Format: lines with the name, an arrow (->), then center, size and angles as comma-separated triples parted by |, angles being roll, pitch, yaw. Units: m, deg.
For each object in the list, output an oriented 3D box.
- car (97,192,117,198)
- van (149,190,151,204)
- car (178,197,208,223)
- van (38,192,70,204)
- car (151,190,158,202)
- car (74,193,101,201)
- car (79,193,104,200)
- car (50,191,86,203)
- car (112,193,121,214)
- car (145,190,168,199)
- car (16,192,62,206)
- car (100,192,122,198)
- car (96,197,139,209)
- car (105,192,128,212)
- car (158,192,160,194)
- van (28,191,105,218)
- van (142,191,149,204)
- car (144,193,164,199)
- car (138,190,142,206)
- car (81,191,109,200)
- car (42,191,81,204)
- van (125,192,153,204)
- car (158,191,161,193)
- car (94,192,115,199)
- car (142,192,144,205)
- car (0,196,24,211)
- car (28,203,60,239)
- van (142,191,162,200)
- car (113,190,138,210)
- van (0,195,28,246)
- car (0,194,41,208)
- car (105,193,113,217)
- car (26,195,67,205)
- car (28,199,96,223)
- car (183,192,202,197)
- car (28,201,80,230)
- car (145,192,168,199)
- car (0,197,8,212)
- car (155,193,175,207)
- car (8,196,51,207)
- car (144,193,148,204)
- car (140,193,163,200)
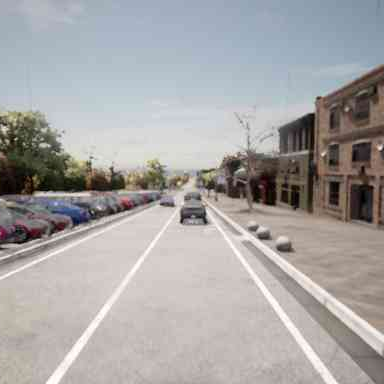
car -> -22.112, 0.876, 86.907 | 4.792, 1.488, 2.163 | 0, 1, 0
van -> -9.066, 0.979, 51.373 | 4.442, 1.987, 1.878 | 0, 0, 0
car -> 0.095, 1.369, 24.323 | 1.837, 1.490, 4.892 | 0, 0, 0
van -> -22.149, 0.968, 53.592 | 4.442, 1.987, 1.878 | 0, 0, 0
car -> -8.925, 0.939, 54.177 | 5.566, 2.045, 2.435 | 0, 0, 0
car -> -22.052, 1.057, 70.253 | 5.008, 1.535, 2.097 | 0, 1, 0
car -> -22.056, 1.025, 73.031 | 4.892, 1.521, 2.231 | 0, 1, 0
car -> -22.012, 0.910, 59.145 | 5.566, 2.045, 2.435 | 0, 0, 0
car -> -8.883, 1.190, 28.947 | 4.553, 1.767, 2.185 | 0, 0, 0
car -> -8.972, 0.619, 85.018 | 5.566, 2.045, 2.435 | 0, 1, 0
car -> -22.052, 0.970, 48.041 | 5.566, 2.045, 2.435 | 0, 0, 0
car -> -21.902, 0.808, 89.682 | 5.366, 1.575, 1.946 | 0, 1, 0
car -> -8.929, 1.300, 40.161 | 4.674, 1.452, 2.002 | 0, 0, 0
car -> -8.888, 1.177, 31.751 | 4.553, 1.767, 2.185 | 0, 0, 0
car -> -8.963, 1.175, 62.590 | 4.674, 1.452, 2.002 | 0, 0, 0
van -> -8.789, 1.118, 23.341 | 4.442, 1.987, 1.878 | 0, 0, 0
van -> -9.061, 0.993, 48.570 | 4.442, 1.987, 1.878 | 0, 0, 0
car -> -8.995, 0.982, 79.416 | 4.674, 1.452, 2.002 | 0, 1, 0
car -> -8.899, 1.023, 37.357 | 5.566, 2.045, 2.435 | 0, 0, 0
car -> -22.037, 0.737, 75.802 | 5.566, 2.045, 2.435 | 0, 1, 0
car -> -22.065, 0.929, 56.368 | 5.566, 2.045, 2.435 | 0, 0, 0
van -> -9.074, 0.950, 56.978 | 4.442, 1.987, 1.878 | 0, 0, 0
car -> -9.000, 1.140, 65.398 | 4.792, 1.488, 2.163 | 0, 1, 0
car -> -22.085, 0.883, 84.132 | 4.892, 1.521, 2.231 | 0, 1, 0
car -> -8.967, 1.121, 42.964 | 4.553, 1.767, 2.185 | 0, 0, 0
car -> -21.821, 1.274, 36.940 | 5.366, 1.575, 1.946 | 0, 0, 0
car -> -8.864, 1.415, 14.932 | 4.792, 1.488, 2.163 | 0, 0, 0
van -> -9.104, 0.752, 76.609 | 4.442, 1.987, 1.878 | 0, 1, 0
car -> -8.895, 1.037, 34.553 | 5.566, 2.045, 2.435 | 0, 0, 0
van -> -8.772, 1.174, 12.128 | 4.442, 1.987, 1.878 | 0, 0, 0
car -> -22.046, 1.124, 42.489 | 4.553, 1.767, 2.185 | 0, 0, 0
car -> -8.941, 1.204, 26.144 | 4.553, 1.767, 2.185 | 0, 0, 0
car -> -22.214, 1.205, 50.818 | 5.366, 1.575, 1.946 | 0, 0, 0
car -> -8.896, 1.358, 20.539 | 5.008, 1.535, 2.097 | 0, 0, 0
car -> 0.094, 0.998, 41.160 | 2.150, 2.045, 5.566 | 0, 1, 0
car -> -8.868, 1.401, 17.735 | 4.792, 1.488, 2.163 | 0, 0, 0
car -> -8.811, 0.903, 82.218 | 5.366, 1.575, 1.946 | 0, 1, 0
car -> -22.008, 1.292, 34.163 | 4.892, 1.521, 2.231 | 0, 0, 0
car -> -3.342, 1.298, 45.378 | 2.033, 1.411, 5.357 | 0, 0, 0
car -> -21.991, 1.265, 45.267 | 4.792, 1.488, 2.163 | 0, 0, 0
car -> -8.934, 1.233, 45.767 | 4.892, 1.521, 2.231 | 0, 0, 0
car -> -8.978, 1.014, 73.809 | 5.008, 1.535, 2.097 | 0, 1, 0
